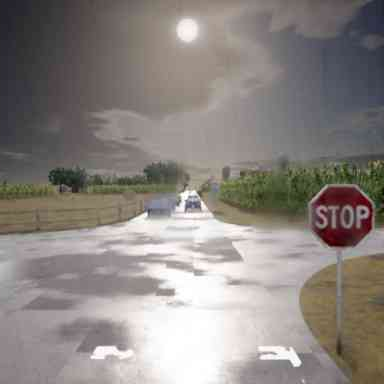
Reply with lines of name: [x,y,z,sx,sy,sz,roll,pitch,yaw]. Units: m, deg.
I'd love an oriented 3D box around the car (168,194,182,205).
car: [-2.807,1.058,47.364,2.097,1.767,4.553,0,1,0]

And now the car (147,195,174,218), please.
car: [-2.786,1.341,29.066,1.882,1.535,5.008,0,0,-2]

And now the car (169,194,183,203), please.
car: [-2.759,1.086,57.632,2.128,1.511,4.902,0,1,1]

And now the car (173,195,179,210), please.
car: [-2.824,1.389,38.379,1.895,1.301,4.718,0,0,0]

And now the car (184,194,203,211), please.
car: [0.121,1.318,37.868,1.812,1.442,4.674,0,0,0]

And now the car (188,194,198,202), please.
car: [0.140,1.116,64.017,1.895,1.301,4.718,0,1,0]
